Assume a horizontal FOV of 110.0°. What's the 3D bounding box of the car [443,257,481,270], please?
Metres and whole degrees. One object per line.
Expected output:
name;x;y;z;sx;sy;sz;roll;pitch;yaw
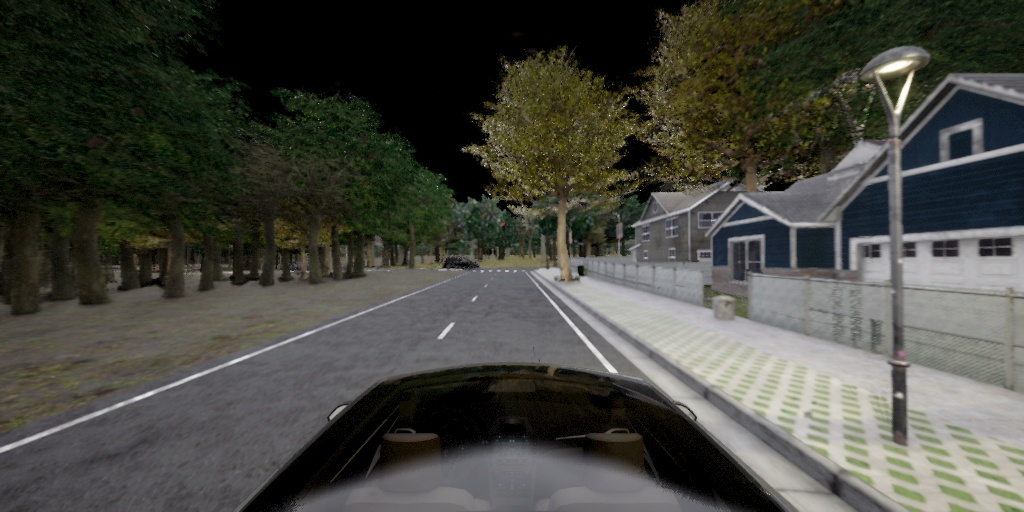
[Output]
car;-7.444;1.122;53.138;5.566;2.045;2.150;0;-1;0

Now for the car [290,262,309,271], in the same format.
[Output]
car;-30.127;1.618;53.194;4.902;1.511;2.128;-1;-1;0
